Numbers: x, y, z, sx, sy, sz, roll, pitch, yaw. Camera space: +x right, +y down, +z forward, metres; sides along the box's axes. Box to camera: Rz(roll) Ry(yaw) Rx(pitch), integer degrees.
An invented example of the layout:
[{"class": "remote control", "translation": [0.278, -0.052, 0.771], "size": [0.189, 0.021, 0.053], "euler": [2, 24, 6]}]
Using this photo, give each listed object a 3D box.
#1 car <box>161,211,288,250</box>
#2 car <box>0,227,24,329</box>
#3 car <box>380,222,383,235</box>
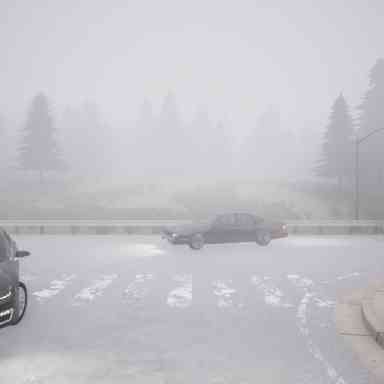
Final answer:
[{"class": "car", "translation": [1.457, 1.547, 14.231], "size": [5.357, 1.411, 2.033], "euler": [0, 0, -20]}, {"class": "car", "translation": [-4.458, 1.505, 6.589], "size": [1.837, 1.490, 4.892], "euler": [0, 0, -28]}, {"class": "car", "translation": [11.236, 1.491, 15.111], "size": [4.902, 1.511, 2.128], "euler": [0, 0, 0]}]
